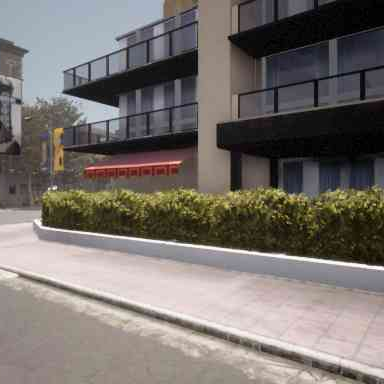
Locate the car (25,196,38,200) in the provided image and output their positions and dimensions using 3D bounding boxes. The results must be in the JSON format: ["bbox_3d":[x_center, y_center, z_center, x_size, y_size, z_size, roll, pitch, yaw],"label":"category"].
[{"bbox_3d":[-34.539,1.481,68.283,4.892,1.521,2.231,0,0,37],"label":"car"}]
